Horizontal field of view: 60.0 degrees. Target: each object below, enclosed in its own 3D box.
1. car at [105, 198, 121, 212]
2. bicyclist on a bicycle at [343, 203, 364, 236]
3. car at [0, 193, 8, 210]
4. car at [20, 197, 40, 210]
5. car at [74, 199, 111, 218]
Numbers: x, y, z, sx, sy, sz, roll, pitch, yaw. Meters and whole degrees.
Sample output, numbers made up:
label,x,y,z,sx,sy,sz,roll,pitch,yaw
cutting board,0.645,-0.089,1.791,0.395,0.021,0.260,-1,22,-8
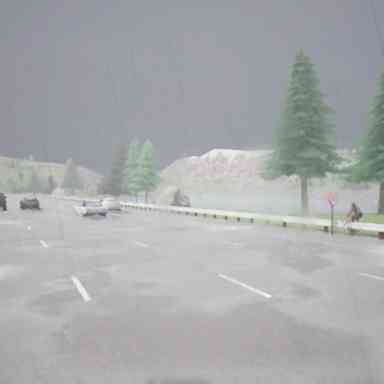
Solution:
label,x,y,z,sx,sy,sz,roll,pitch,yaw
car,-9.179,1.410,36.355,1.812,1.442,4.674,0,0,-31
bicyclist on a bicycle,8.109,1.372,16.591,1.656,1.620,0.582,5,-2,-30
car,-23.037,1.091,39.097,2.150,2.045,5.566,0,0,-31
car,-19.701,1.359,40.344,2.128,1.511,4.902,0,0,-31
car,-8.961,1.508,29.166,1.895,1.301,4.718,0,0,-31
